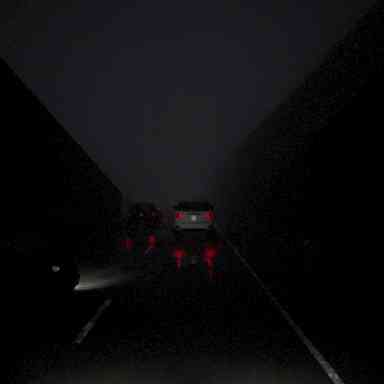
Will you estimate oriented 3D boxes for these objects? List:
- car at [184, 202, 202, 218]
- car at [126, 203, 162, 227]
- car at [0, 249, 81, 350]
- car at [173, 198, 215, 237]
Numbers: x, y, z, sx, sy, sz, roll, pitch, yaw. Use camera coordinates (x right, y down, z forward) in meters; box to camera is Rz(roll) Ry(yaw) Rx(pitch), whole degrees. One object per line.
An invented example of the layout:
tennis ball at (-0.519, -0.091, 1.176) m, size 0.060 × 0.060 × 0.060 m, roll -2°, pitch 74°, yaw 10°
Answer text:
car at (0.088, 1.817, 34.783) m, size 1.812 × 1.442 × 4.674 m, roll 0°, pitch -1°, yaw 0°
car at (-3.406, 1.556, 24.422) m, size 2.097 × 1.767 × 4.553 m, roll 0°, pitch -1°, yaw 0°
car at (-3.401, 1.590, 4.991) m, size 2.033 × 1.411 × 5.357 m, roll 0°, pitch 0°, yaw 0°
car at (0.096, 1.381, 19.087) m, size 2.150 × 2.045 × 5.566 m, roll 0°, pitch -1°, yaw 0°
